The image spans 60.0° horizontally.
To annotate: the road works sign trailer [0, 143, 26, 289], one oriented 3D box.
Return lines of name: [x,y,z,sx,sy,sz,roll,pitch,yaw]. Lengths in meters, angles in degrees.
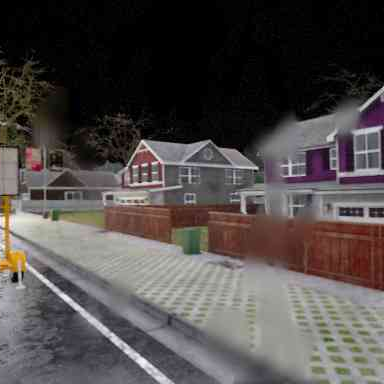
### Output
road works sign trailer: [-5.700,0.513,8.393,2.380,3.560,2.880,0,0,-37]
